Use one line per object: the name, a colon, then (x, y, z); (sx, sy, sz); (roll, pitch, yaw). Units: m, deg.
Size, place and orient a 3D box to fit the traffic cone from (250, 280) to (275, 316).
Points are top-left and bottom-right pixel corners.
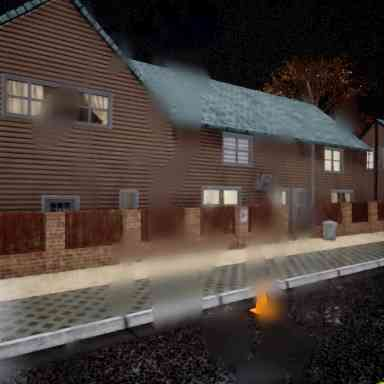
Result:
traffic cone: (1.324, 1.955, 6.247); (0.340, 0.580, 0.340); (0, 0, -34)
